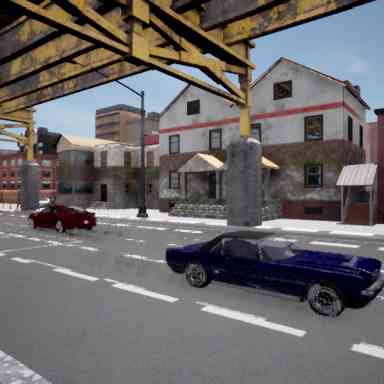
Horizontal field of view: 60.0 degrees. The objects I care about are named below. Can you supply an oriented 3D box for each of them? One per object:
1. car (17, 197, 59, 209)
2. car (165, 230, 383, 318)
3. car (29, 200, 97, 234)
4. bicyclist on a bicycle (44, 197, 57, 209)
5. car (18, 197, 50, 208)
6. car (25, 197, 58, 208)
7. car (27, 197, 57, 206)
[{"bbox_3d":[-20.613,1.459,44.770,4.974,1.542,2.038,0,0,-22],"label":"car"},{"bbox_3d":[1.706,1.602,7.587,4.718,1.301,1.895,0,0,38],"label":"car"},{"bbox_3d":[-7.669,1.480,19.484,5.008,1.535,1.882,0,0,38],"label":"car"},{"bbox_3d":[-14.260,1.308,33.756,0.582,1.620,1.656,0,0,38],"label":"bicyclist on a bicycle"},{"bbox_3d":[-20.565,1.302,44.790,4.536,1.218,1.853,0,0,-22],"label":"car"},{"bbox_3d":[-21.778,1.460,48.315,2.038,1.542,4.974,0,0,8],"label":"car"},{"bbox_3d":[-21.771,1.302,48.366,1.853,1.218,4.536,0,0,8],"label":"car"}]
